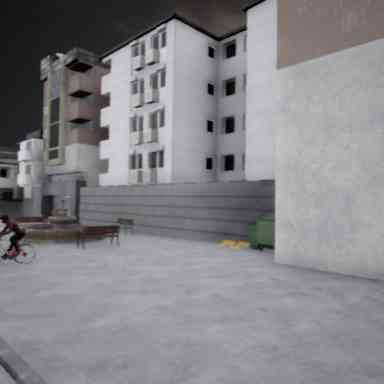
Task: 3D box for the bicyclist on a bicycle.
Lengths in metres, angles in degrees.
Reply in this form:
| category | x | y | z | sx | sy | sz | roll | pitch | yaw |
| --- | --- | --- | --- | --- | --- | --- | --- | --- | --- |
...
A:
| category | x | y | z | sx | sy | sz | roll | pitch | yaw |
| --- | --- | --- | --- | --- | --- | --- | --- | --- | --- |
| bicyclist on a bicycle | -5.819 | 1.563 | 10.592 | 1.656 | 1.620 | 0.582 | 4 | -3 | -45 |
